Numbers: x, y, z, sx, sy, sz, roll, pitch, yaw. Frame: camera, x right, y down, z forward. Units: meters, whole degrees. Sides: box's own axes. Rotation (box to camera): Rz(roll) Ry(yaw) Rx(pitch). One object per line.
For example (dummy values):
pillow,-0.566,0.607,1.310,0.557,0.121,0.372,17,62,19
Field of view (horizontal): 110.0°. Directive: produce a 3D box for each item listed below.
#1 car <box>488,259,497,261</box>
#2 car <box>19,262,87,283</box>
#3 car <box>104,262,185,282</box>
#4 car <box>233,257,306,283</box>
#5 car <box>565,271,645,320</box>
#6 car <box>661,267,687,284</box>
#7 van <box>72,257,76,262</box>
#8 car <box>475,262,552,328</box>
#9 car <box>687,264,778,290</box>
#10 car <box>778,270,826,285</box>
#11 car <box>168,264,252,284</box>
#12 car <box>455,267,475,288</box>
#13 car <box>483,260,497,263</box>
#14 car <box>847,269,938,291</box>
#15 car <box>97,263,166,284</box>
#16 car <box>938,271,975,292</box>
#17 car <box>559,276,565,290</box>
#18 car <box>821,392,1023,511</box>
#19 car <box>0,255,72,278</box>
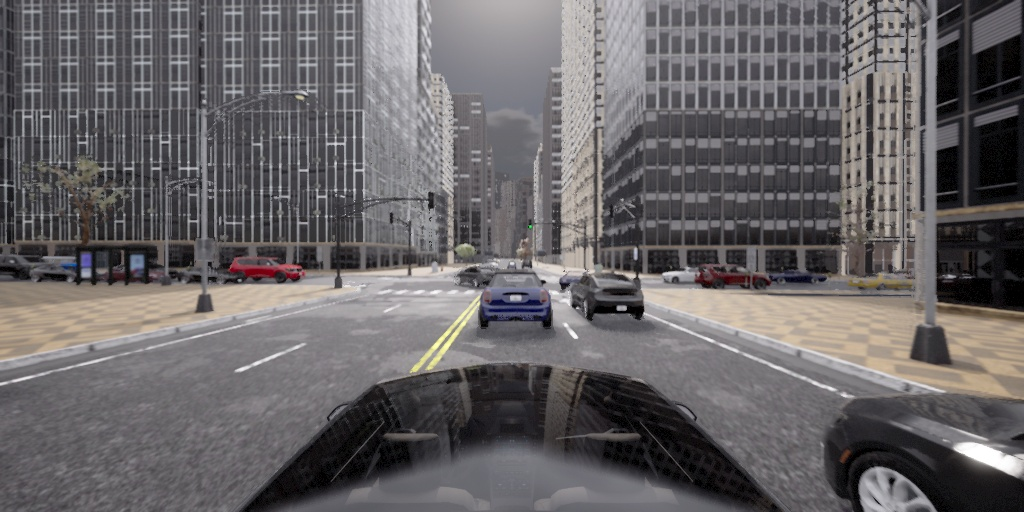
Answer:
car,-3.324,1.552,57.444,2.150,2.045,5.566,0,-1,0
car,-34.094,1.358,27.420,4.313,1.339,1.948,0,0,1
car,-30.639,1.315,29.988,4.892,1.490,1.837,1,0,1
car,-20.279,1.124,29.776,5.566,2.045,2.150,0,0,1
car,3.350,1.379,13.357,1.837,1.490,4.892,0,-1,0
car,15.895,1.730,32.366,4.674,1.442,1.812,0,0,-1
van,-45.285,0.991,36.084,3.998,1.789,1.690,0,0,1
car,0.102,1.213,12.071,2.097,1.767,4.553,0,-1,0
car,16.195,1.551,26.577,5.009,1.841,2.192,0,0,1
car,25.107,1.885,32.210,4.718,1.301,1.895,0,0,1
car,-22.730,1.460,27.112,4.313,1.339,1.948,0,0,1
car,-2.706,1.580,27.686,1.837,1.490,4.892,3,-1,-35
car,-3.340,1.708,47.493,1.882,1.535,5.008,0,-1,0
car,27.644,1.859,26.378,4.829,1.417,1.751,0,0,1
car,-28.414,1.425,27.246,4.207,1.307,1.802,0,0,1
car,33.113,1.963,26.284,4.207,1.307,1.802,0,0,1
car,4.828,1.705,25.493,1.895,1.301,4.718,0,-1,22
car,3.346,1.245,0.801,1.837,1.490,4.892,0,-1,0
car,-41.376,0.936,30.219,5.566,2.045,2.150,1,0,2
